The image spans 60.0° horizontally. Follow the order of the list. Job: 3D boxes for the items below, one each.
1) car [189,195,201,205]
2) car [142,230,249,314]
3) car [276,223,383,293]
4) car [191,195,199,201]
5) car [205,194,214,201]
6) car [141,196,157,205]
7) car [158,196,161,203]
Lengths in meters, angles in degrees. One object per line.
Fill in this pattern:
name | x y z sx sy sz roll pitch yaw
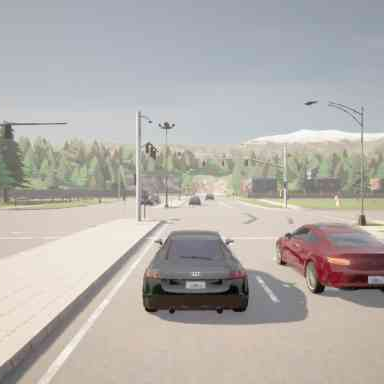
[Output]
car | 0.491 1.563 56.708 1.994 1.385 4.181 0 0 1
car | 0.056 1.564 7.704 1.994 1.385 4.181 0 0 0
car | 3.554 1.526 8.708 1.812 1.442 4.674 0 0 0
car | 0.835 1.428 82.164 1.895 1.301 4.718 0 0 1
car | 4.334 1.188 82.059 2.097 1.767 4.553 0 0 1
car | -7.577 1.601 56.336 1.895 1.301 4.718 0 0 1
car | -7.394 1.505 66.772 1.837 1.490 4.892 0 0 1
